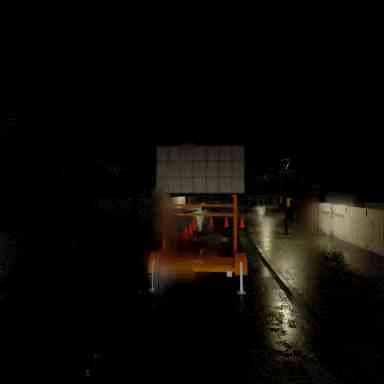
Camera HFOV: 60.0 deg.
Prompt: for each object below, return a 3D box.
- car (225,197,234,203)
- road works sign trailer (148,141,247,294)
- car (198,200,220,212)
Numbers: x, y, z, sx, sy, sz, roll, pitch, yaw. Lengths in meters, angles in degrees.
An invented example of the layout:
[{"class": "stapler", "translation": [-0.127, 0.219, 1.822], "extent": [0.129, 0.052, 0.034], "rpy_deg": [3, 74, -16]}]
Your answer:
[{"class": "car", "translation": [8.646, 1.788, 76.686], "extent": [1.895, 1.301, 4.718], "rpy_deg": [0, 0, 4]}, {"class": "road works sign trailer", "translation": [0.228, 0.470, 8.849], "extent": [2.380, 3.560, 2.880], "rpy_deg": [0, 0, 5]}, {"class": "car", "translation": [2.135, 1.620, 39.454], "extent": [2.033, 1.411, 5.357], "rpy_deg": [0, 0, 13]}]
